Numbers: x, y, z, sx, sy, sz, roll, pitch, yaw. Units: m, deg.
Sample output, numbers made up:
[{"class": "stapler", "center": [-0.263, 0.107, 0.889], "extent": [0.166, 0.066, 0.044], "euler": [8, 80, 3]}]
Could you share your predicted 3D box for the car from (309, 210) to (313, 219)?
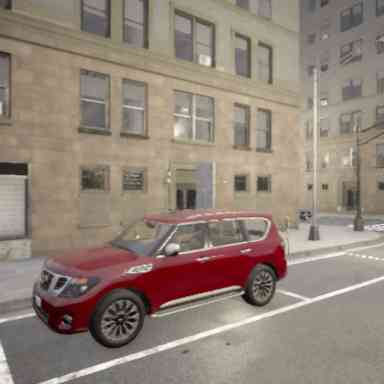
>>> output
[{"class": "car", "center": [7.083, 1.574, 26.185], "extent": [1.895, 1.301, 4.718], "euler": [0, 0, -38]}]

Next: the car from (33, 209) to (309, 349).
[{"class": "car", "center": [-0.258, 1.312, 6.461], "extent": [5.009, 1.841, 2.192], "euler": [0, 0, -36]}]
